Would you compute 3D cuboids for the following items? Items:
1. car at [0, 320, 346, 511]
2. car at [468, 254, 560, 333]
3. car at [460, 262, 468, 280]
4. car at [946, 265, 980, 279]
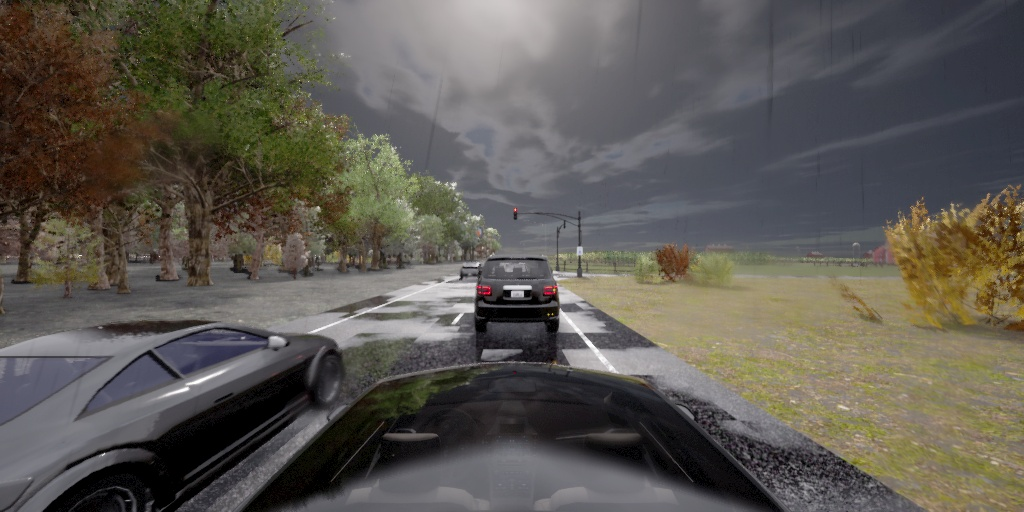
[{"bbox_3d":[-3.396,1.314,3.499,1.994,1.385,4.181,0,0,0],"label":"car"},{"bbox_3d":[0.119,0.974,10.945,2.150,2.045,5.566,0,0,0],"label":"car"},{"bbox_3d":[-3.343,1.249,31.013,2.128,1.511,4.902,0,0,0],"label":"car"},{"bbox_3d":[48.590,1.782,39.226,4.892,1.490,1.837,1,-1,0],"label":"car"}]
